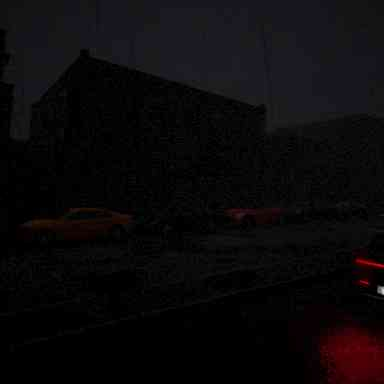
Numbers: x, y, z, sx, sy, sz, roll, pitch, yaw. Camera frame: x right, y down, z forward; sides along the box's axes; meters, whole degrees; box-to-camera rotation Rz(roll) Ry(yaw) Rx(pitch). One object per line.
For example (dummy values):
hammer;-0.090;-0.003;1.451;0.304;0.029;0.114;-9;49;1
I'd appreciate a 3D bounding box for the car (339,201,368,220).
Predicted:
car;12.997;1.505;27.916;4.674;1.452;2.002;0;0;-36

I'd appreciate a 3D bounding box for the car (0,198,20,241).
car;-9.476;1.200;11.797;5.566;2.045;2.435;0;0;-36

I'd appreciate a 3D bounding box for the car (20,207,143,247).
car;-5.062;1.454;14.964;5.008;1.535;2.097;0;0;-36

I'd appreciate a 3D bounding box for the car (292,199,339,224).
car;8.429;1.337;24.640;4.553;1.767;2.185;0;0;-36

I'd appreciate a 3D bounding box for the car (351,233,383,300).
car;5.406;1.507;7.297;4.892;1.490;1.837;0;0;-36

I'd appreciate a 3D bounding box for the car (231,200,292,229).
car;3.939;1.334;21.420;4.553;1.767;2.185;0;0;-36

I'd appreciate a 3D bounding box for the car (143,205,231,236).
car;-0.571;1.458;18.185;4.892;1.521;2.231;0;0;-36
